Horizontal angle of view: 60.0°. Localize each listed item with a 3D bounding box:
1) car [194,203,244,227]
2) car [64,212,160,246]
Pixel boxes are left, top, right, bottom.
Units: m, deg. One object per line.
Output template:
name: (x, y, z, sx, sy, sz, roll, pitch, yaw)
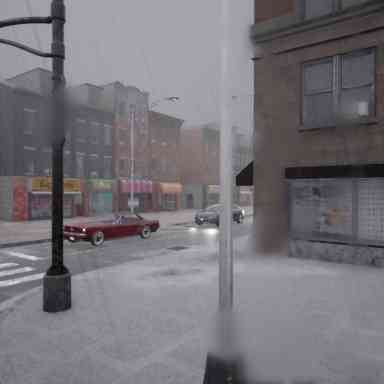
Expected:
car: (2.049, 1.568, 23.833, 1.837, 1.490, 4.892, 0, 0, 35)
car: (-3.739, 1.633, 15.695, 1.895, 1.301, 4.718, 0, 0, 35)
